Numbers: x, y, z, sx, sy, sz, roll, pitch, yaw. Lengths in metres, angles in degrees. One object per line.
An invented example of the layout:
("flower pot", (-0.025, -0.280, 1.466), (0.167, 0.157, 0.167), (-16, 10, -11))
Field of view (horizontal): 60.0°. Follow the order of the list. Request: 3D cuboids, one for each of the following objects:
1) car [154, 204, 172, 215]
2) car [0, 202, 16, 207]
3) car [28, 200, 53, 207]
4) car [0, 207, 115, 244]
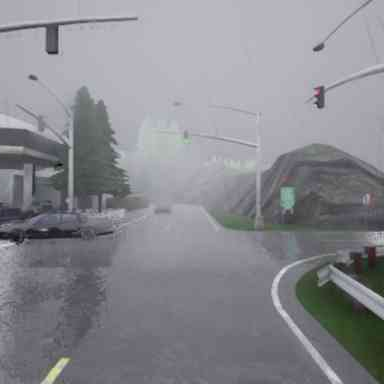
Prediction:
("car", (-3.494, 2.131, 40.724), (1.895, 1.301, 4.718), (0, -1, 0))
("car", (-20.229, 1.949, 35.795), (2.242, 1.667, 4.611), (0, -1, -1))
("car", (-14.523, 1.726, 31.519), (1.905, 1.878, 3.866), (0, -1, -1))
("car", (-6.514, 1.648, 16.096), (5.357, 1.411, 2.033), (1, 0, -24))
